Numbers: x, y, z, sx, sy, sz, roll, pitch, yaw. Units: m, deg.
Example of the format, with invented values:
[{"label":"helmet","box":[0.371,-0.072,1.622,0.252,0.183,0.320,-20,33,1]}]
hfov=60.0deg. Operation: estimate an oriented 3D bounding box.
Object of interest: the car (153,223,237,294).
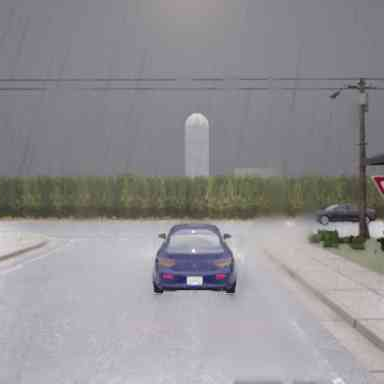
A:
[{"label":"car","box":[0.069,1.550,8.736,1.812,1.442,4.674,0,0,0]}]

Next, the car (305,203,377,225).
[{"label":"car","box":[10.831,1.600,24.319,4.892,1.490,1.837,0,0,1]}]
